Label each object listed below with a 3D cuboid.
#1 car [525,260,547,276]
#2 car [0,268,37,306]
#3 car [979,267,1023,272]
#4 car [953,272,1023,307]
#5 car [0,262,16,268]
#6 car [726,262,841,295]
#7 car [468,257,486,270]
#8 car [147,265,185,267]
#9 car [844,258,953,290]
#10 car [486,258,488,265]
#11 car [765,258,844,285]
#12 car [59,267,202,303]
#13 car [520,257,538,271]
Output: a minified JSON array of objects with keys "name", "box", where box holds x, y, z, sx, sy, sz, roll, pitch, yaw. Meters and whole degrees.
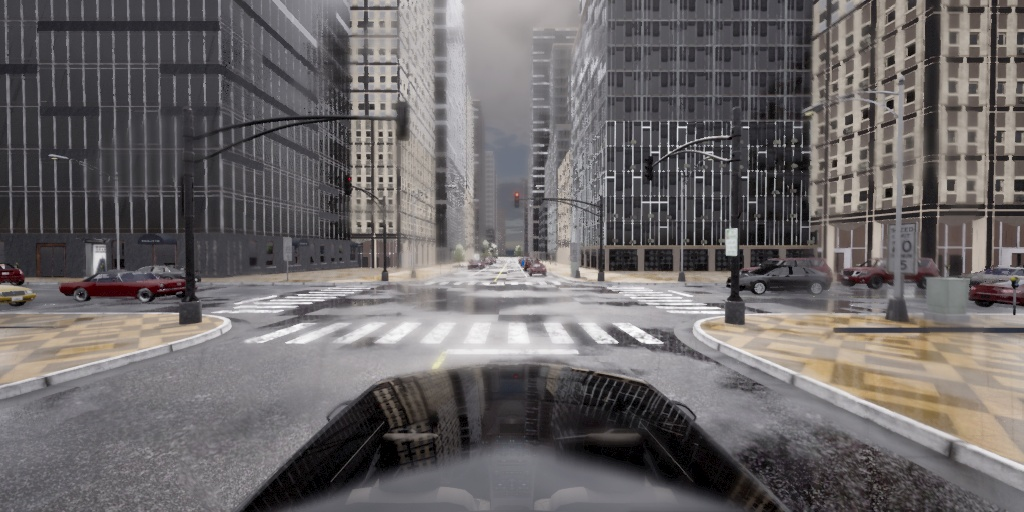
[{"name":"car","box":[2.554,1.319,36.000,1.802,1.307,4.207,0,0,0]},{"name":"car","box":[-21.253,1.301,13.656,4.829,1.417,1.751,0,0,0]},{"name":"car","box":[26.808,1.308,19.269,5.357,1.411,2.033,0,1,0]},{"name":"car","box":[20.188,1.417,13.725,4.207,1.307,1.802,0,0,0]},{"name":"car","box":[-32.552,1.077,21.705,4.097,1.591,1.967,0,0,0]},{"name":"car","box":[14.184,1.250,19.235,4.892,1.490,1.837,0,1,1]},{"name":"car","box":[-5.284,1.168,52.554,1.967,1.591,4.097,0,0,0]},{"name":"car","box":[-21.437,1.204,21.795,4.403,1.370,2.007,0,0,0]},{"name":"car","box":[22.905,1.032,21.868,5.009,1.841,2.192,0,0,0]},{"name":"car","box":[-5.280,1.307,58.079,1.802,1.307,4.207,0,0,0]},{"name":"car","box":[16.574,1.024,21.858,5.009,1.841,2.192,0,0,0]},{"name":"car","box":[-17.178,1.344,16.247,4.718,1.301,1.895,0,1,3]},{"name":"car","box":[2.582,1.046,47.050,2.192,1.841,5.009,0,0,0]}]
